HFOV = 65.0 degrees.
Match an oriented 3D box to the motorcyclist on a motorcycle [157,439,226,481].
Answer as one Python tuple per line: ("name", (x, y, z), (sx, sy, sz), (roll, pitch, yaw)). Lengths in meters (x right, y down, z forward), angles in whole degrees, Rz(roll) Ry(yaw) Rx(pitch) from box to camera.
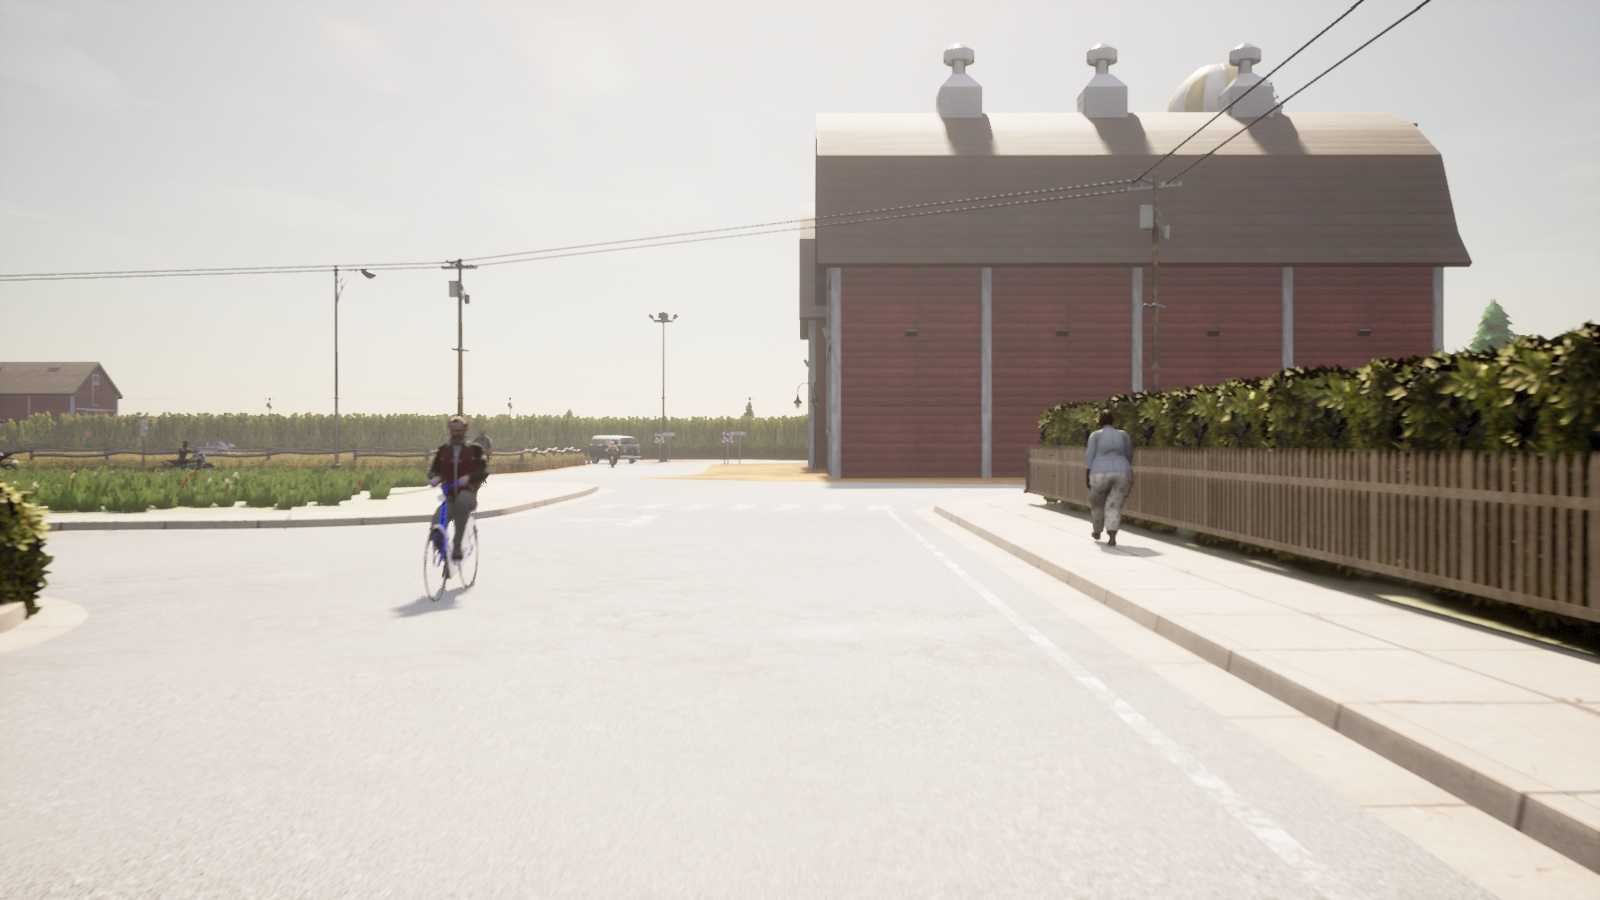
("motorcyclist on a motorcycle", (-23.980, 0.399, 49.494), (2.350, 1.649, 0.766), (0, 0, 0))

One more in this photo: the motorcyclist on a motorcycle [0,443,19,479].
("motorcyclist on a motorcycle", (-34.361, 0.455, 53.058), (2.191, 1.530, 0.866), (0, 0, 0))

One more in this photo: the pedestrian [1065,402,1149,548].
("pedestrian", (3.993, 0.313, 16.395), (0.874, 1.855, 0.900), (0, 0, 1))

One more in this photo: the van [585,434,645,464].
("van", (-13.206, -0.042, 89.455), (2.069, 2.038, 4.480), (1, -1, -42))

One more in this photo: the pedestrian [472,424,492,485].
("pedestrian", (-9.735, 0.137, 38.406), (0.540, 1.848, 0.694), (0, 0, -10))

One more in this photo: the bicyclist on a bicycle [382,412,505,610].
("bicyclist on a bicycle", (-3.415, 0.546, 12.173), (0.659, 1.776, 1.843), (0, 0, 0))
